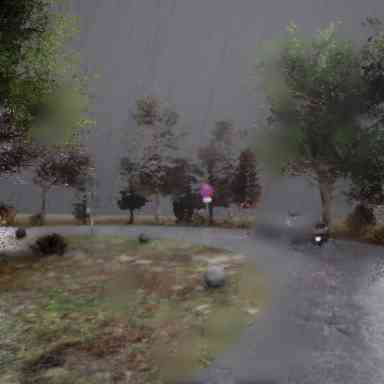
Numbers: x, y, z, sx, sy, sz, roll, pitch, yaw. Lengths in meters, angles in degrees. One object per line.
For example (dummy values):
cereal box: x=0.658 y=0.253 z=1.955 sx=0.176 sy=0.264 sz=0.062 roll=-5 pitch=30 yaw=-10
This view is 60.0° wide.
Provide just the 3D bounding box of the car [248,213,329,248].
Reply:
car: x=4.528 y=1.777 z=16.371 sx=1.837 sy=1.490 sz=4.892 roll=2 pitch=-2 yaw=-20
